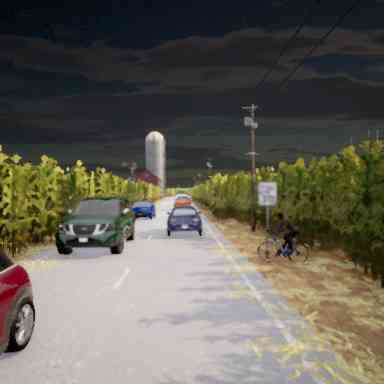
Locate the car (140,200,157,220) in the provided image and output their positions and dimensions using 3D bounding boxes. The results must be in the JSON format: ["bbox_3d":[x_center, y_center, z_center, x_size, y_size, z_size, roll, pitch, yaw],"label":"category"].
[{"bbox_3d":[-4.113,1.470,28.316,1.882,1.535,5.008,0,0,-1],"label":"car"}]

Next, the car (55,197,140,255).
[{"bbox_3d":[-3.688,1.229,13.759,2.150,2.045,5.566,0,0,-2],"label":"car"}]

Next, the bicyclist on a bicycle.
[{"bbox_3d":[2.907,1.465,10.541,1.656,1.620,0.582,3,0,-2],"label":"bicyclist on a bicycle"}]

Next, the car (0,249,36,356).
[{"bbox_3d":[-3.362,1.370,3.107,2.097,1.767,4.553,0,0,-2],"label":"car"}]

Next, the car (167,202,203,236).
[{"bbox_3d":[-0.422,1.506,18.398,1.812,1.442,4.674,0,0,-2],"label":"car"}]

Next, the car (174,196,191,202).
[{"bbox_3d":[-1.182,1.306,42.498,2.097,1.767,4.553,0,0,-2],"label":"car"}]
